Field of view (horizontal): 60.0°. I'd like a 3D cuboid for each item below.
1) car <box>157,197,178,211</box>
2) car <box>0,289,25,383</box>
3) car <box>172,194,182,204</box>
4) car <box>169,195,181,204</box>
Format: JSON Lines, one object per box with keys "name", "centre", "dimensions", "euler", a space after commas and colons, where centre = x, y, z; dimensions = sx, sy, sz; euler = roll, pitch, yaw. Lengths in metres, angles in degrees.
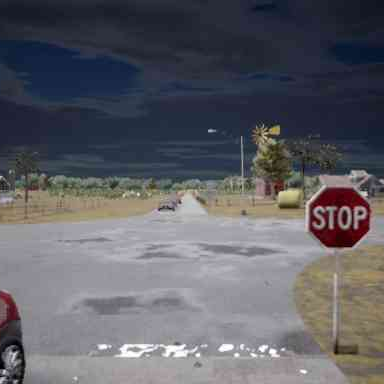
{"name": "car", "centre": [-3.095, 1.653, 40.993], "dimensions": [1.994, 1.385, 4.181], "euler": [0, 0, -1]}
{"name": "car", "centre": [-2.878, 1.355, 1.792], "dimensions": [2.097, 1.767, 4.553], "euler": [0, 0, -1]}
{"name": "car", "centre": [-3.262, 1.402, 66.855], "dimensions": [2.150, 2.045, 5.566], "euler": [0, 0, 1]}
{"name": "car", "centre": [-3.189, 1.631, 52.995], "dimensions": [1.837, 1.490, 4.892], "euler": [0, 0, 0]}
